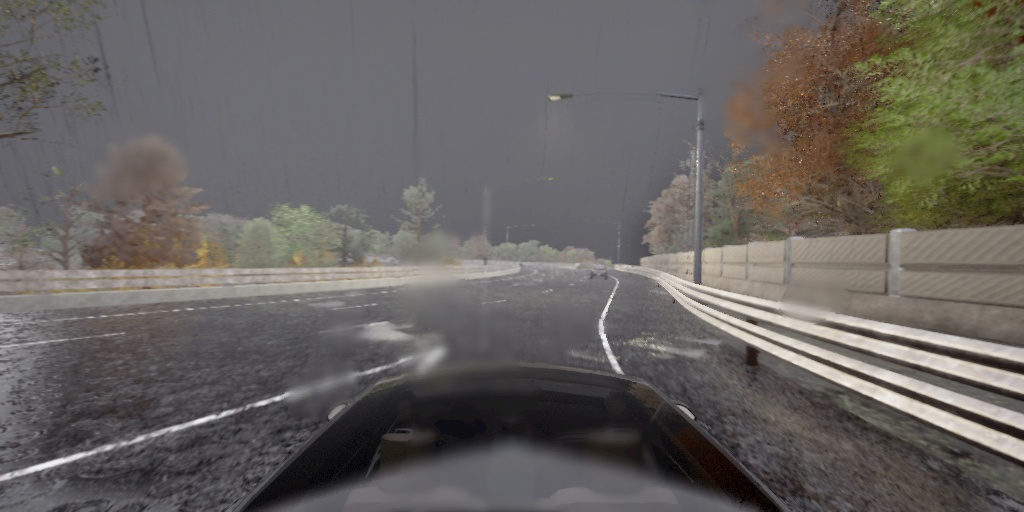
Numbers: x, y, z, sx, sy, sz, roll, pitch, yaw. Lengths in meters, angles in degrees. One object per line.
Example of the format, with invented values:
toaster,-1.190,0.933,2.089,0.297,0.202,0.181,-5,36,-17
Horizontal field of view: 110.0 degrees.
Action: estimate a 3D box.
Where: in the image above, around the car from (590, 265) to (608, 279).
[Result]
car,9.945,1.820,41.149,2.128,1.511,4.902,1,0,13
